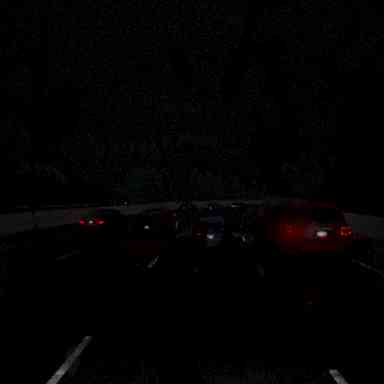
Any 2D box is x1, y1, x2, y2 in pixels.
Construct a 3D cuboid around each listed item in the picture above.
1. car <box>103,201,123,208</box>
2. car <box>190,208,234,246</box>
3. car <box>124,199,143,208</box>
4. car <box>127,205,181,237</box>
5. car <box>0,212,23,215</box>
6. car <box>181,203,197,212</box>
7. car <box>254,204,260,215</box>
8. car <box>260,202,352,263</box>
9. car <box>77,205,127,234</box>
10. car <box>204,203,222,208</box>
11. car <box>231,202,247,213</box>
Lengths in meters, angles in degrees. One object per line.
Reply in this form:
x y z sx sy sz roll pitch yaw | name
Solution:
-16.220 2.498 68.435 1.895 1.301 4.718 0 -1 19 | car
1.043 1.756 16.569 1.812 1.442 4.674 0 -1 5 | car
-12.140 2.281 69.472 2.097 1.767 4.553 0 -1 19 | car
-2.105 1.749 20.079 1.882 1.535 5.008 0 -1 6 | car
-15.548 1.885 26.902 2.033 1.411 5.357 0 -1 8 | car
-0.598 2.208 47.082 1.994 1.385 4.181 0 -1 14 | car
8.715 2.184 41.302 1.895 1.301 4.718 0 -1 14 | car
4.209 1.410 12.932 2.150 2.045 5.566 0 -1 4 | car
-5.500 1.833 21.637 2.033 1.411 5.357 0 -1 7 | car
3.036 2.216 47.129 1.994 1.385 4.181 0 -1 15 | car
6.615 2.149 46.991 2.128 1.511 4.902 0 -1 15 | car
